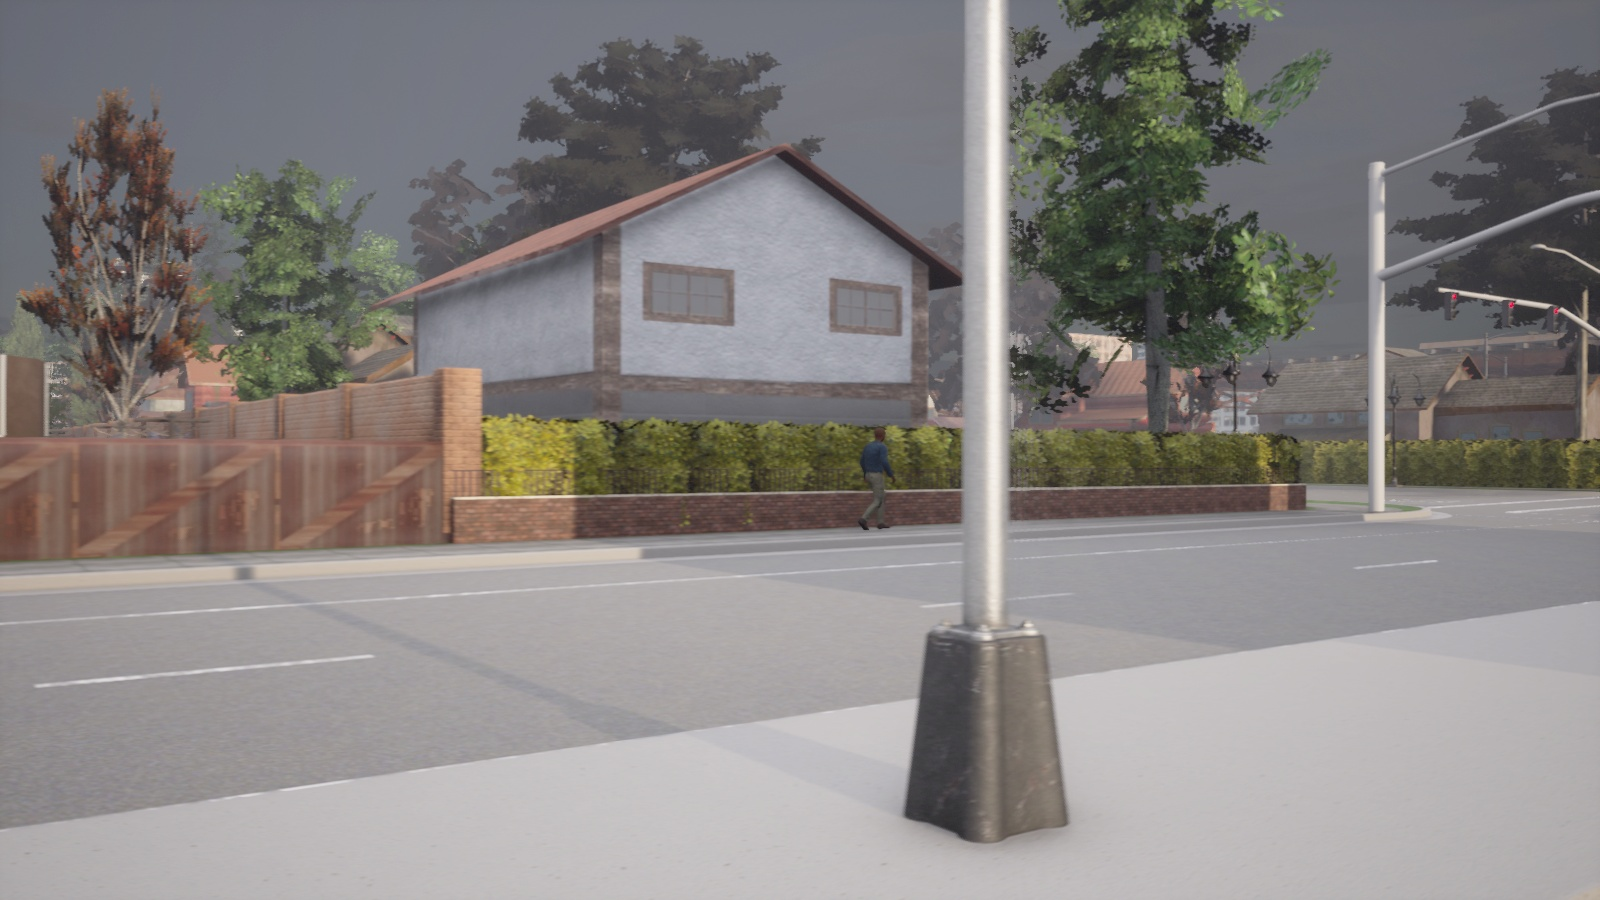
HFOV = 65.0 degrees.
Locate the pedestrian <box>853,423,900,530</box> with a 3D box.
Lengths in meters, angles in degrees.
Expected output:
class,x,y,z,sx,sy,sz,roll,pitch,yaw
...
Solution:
class,x,y,z,sx,sy,sz,roll,pitch,yaw
pedestrian,1.322,0.450,21.743,0.726,1.835,0.370,0,0,-34
